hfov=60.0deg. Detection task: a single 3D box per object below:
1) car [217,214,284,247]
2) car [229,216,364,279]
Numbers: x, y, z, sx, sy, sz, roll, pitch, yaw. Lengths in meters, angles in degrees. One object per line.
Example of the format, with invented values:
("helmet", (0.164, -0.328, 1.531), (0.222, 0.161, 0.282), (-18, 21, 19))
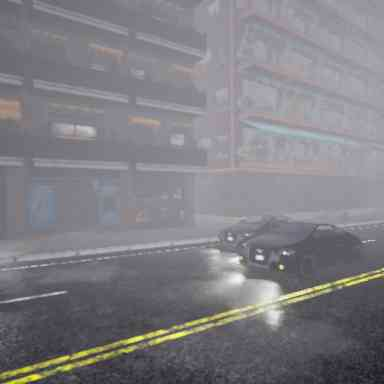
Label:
("car", (3.083, 1.620, 14.002), (4.181, 1.385, 1.994), (0, 0, -36))
("car", (3.445, 1.609, 10.233), (4.181, 1.385, 1.994), (0, 0, -36))
